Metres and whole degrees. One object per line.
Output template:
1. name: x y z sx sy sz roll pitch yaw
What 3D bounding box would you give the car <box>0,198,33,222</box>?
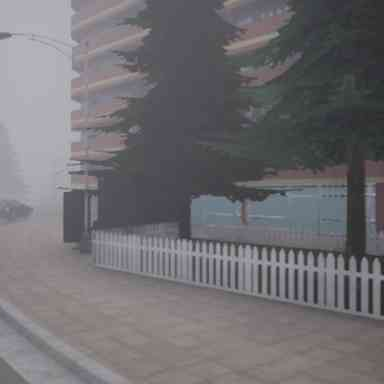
1. car: -14.792 1.384 27.054 2.097 1.767 4.553 0 0 -4
